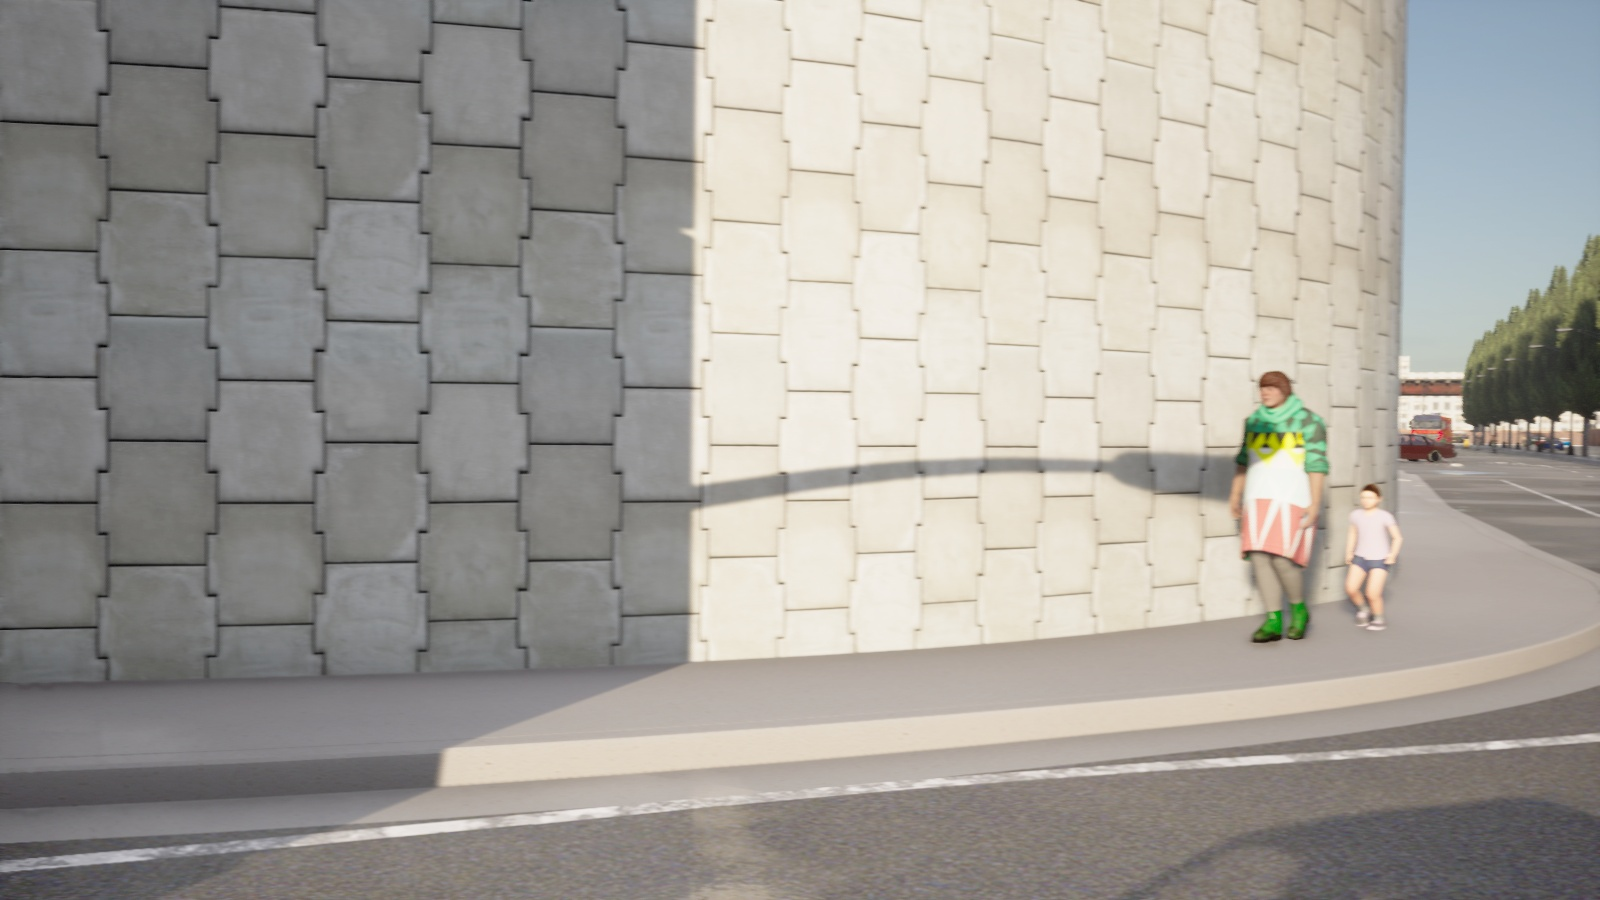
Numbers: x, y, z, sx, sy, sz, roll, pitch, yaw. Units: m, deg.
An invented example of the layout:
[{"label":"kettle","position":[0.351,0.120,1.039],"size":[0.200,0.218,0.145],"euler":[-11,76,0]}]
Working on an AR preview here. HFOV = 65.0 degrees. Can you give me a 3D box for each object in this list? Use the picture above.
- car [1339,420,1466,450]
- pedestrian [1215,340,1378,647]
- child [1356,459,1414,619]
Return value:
[{"label":"car","position":[29.442,-0.739,61.462],"size":[5.357,1.411,2.033],"euler":[0,2,-8]},{"label":"pedestrian","position":[3.357,0.267,8.490],"size":[0.873,1.952,0.659],"euler":[-1,1,-37]},{"label":"child","position":[4.221,0.628,9.057],"size":[0.394,1.110,0.255],"euler":[-2,1,-44]}]
